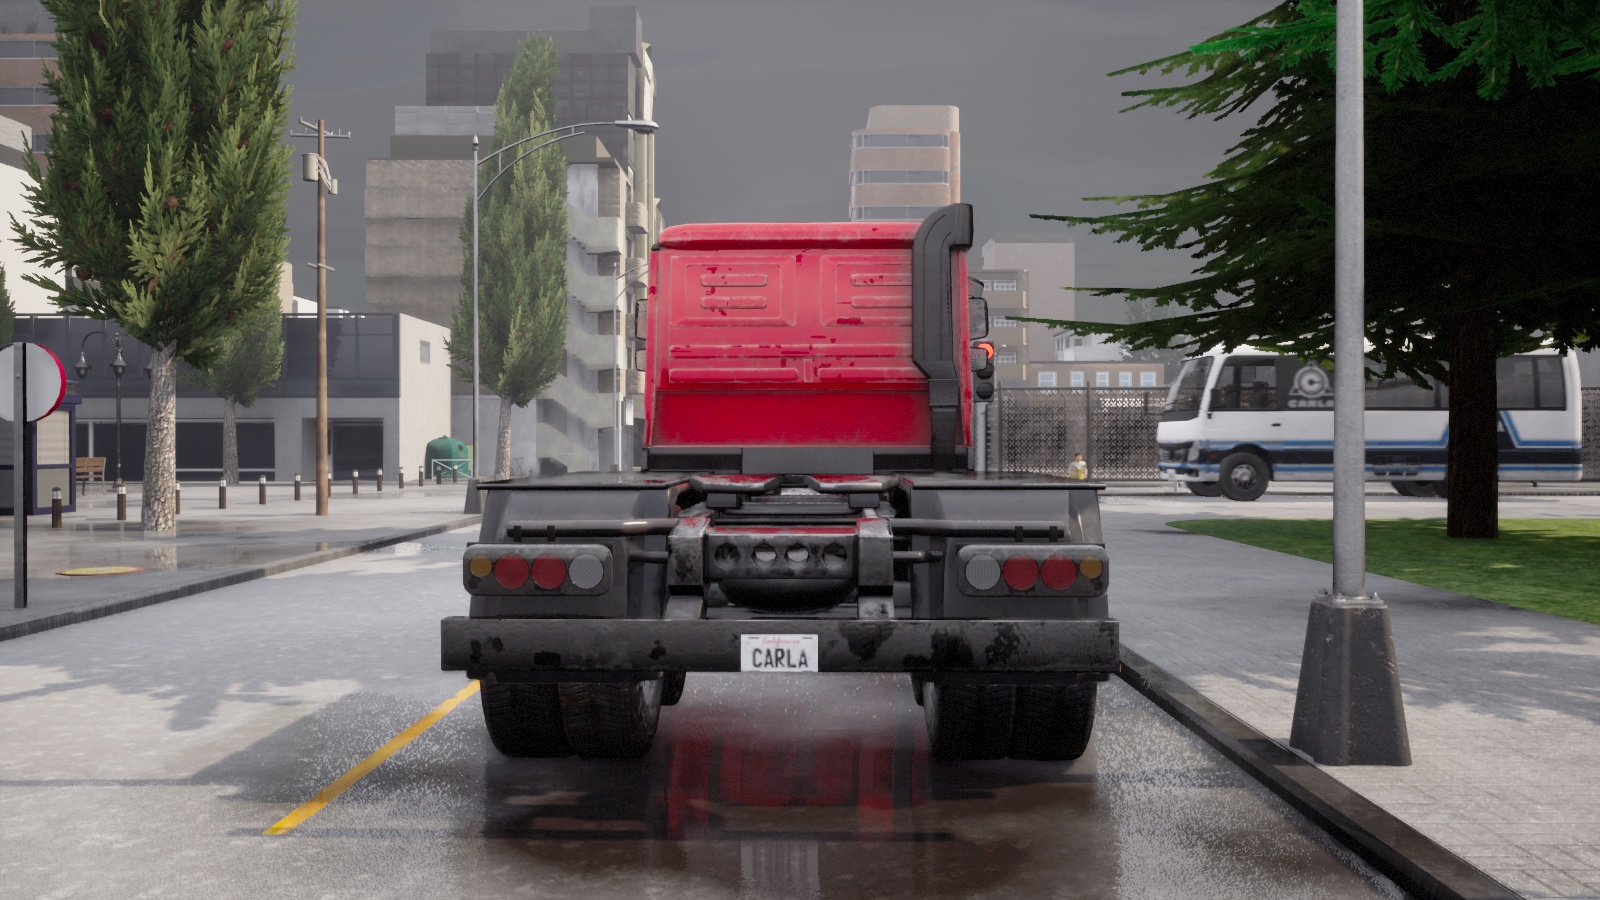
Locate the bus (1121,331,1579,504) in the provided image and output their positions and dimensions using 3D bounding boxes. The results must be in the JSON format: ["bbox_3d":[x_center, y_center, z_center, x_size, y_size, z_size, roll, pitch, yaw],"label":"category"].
[{"bbox_3d":[14.061,-0.804,32.917,10.273,4.253,3.944,0,0,0],"label":"bus"}]

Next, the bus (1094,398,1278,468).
[{"bbox_3d":[23.857,-1.052,78.208,10.273,4.253,3.944,0,0,2],"label":"bus"}]

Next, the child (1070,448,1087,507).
[{"bbox_3d":[6.034,0.596,27.247,0.270,1.263,0.437,0,0,0],"label":"child"}]

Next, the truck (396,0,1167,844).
[{"bbox_3d":[0.020,-0.284,8.679,2.891,3.462,7.936,0,0,1],"label":"truck"}]
